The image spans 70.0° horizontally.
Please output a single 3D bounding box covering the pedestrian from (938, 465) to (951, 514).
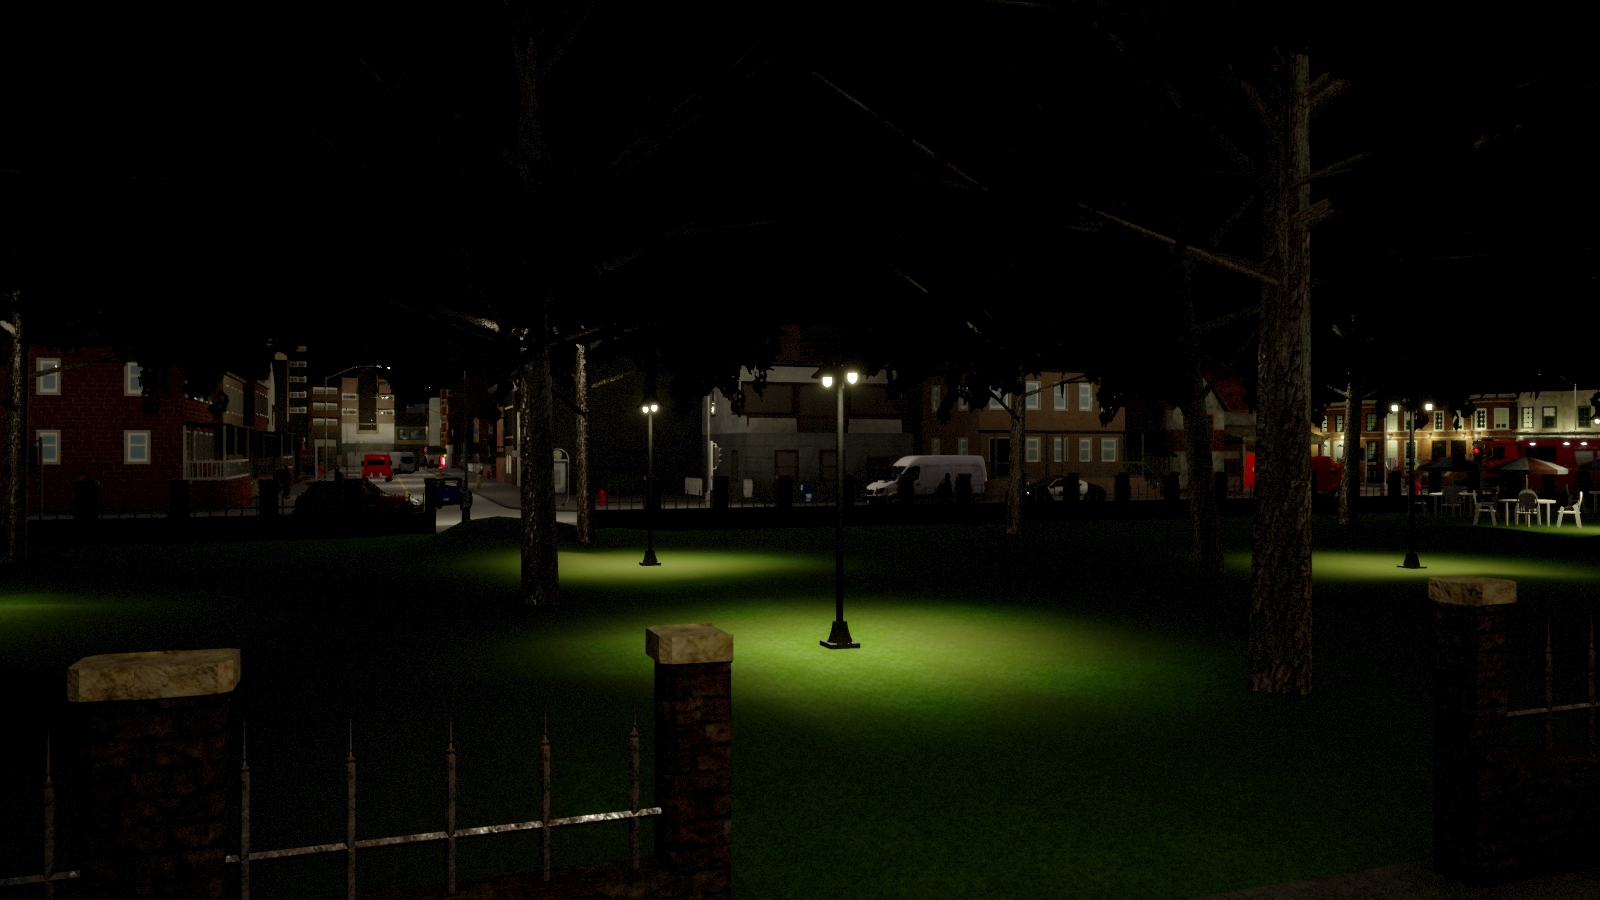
[{"bbox_3d":[5.585,1.525,44.177,0.375,1.860,0.375,0,0,-20],"label":"pedestrian"}]

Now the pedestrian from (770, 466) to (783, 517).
[{"bbox_3d":[-0.873,1.525,41.799,0.375,1.860,0.375,0,0,-20],"label":"pedestrian"}]

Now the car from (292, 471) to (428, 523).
[{"bbox_3d":[-16.070,1.685,41.898,4.553,1.767,2.097,0,0,-20],"label":"car"}]
